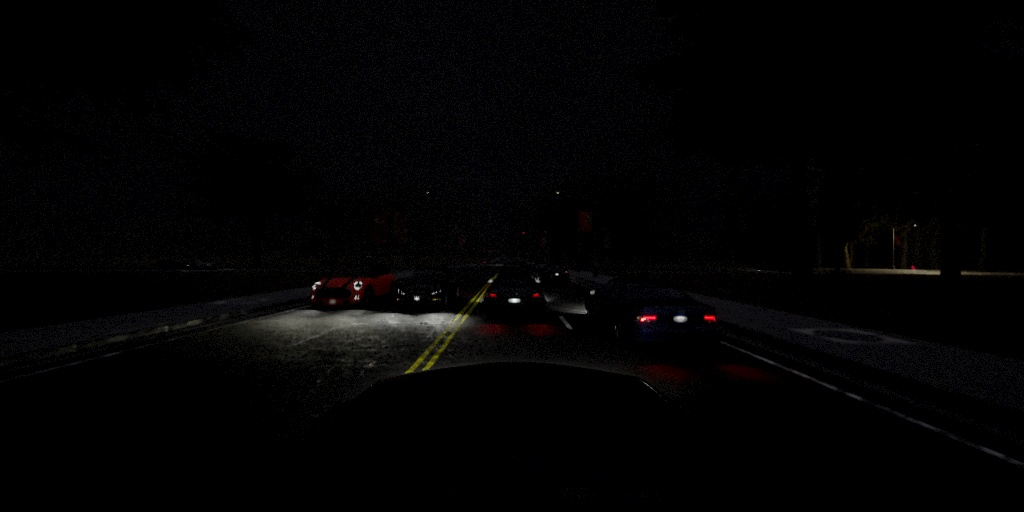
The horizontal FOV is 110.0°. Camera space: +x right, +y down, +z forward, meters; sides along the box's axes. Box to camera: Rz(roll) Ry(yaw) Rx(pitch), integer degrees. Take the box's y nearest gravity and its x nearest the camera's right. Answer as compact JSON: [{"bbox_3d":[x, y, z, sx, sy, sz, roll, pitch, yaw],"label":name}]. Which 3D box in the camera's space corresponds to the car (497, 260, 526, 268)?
[{"bbox_3d":[0.044,1.265,28.042,1.837,1.490,4.892,0,0,0],"label":"car"}]

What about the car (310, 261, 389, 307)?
[{"bbox_3d":[-6.628,1.106,15.482,2.097,1.767,4.553,0,0,0],"label":"car"}]

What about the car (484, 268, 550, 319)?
[{"bbox_3d":[0.076,1.316,12.824,1.994,1.385,4.181,0,0,0],"label":"car"}]

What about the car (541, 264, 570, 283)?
[{"bbox_3d":[3.294,1.324,28.247,1.994,1.385,4.181,0,0,0],"label":"car"}]

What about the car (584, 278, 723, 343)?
[{"bbox_3d":[3.333,1.298,9.613,2.033,1.411,5.357,0,0,0],"label":"car"}]

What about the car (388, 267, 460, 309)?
[{"bbox_3d":[-3.377,1.258,15.134,1.837,1.490,4.892,0,0,0],"label":"car"}]
